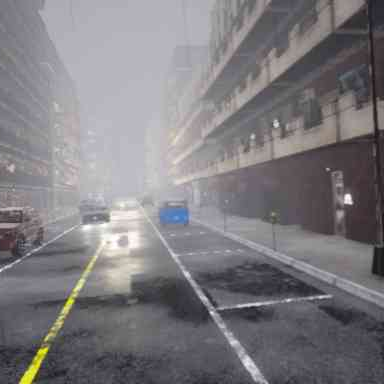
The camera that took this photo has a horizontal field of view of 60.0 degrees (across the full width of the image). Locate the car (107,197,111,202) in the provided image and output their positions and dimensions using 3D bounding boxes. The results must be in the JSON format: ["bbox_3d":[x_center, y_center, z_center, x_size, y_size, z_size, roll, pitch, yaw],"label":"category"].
[{"bbox_3d":[-16.133,2.048,59.114,2.008,1.369,4.403,-2,0,-10],"label":"car"}]

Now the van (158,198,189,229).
[{"bbox_3d":[-1.253,1.309,21.516,1.690,1.788,3.998,-2,0,-10],"label":"van"}]

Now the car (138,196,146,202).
[{"bbox_3d":[-12.482,1.786,82.875,2.008,1.369,4.403,-2,0,-10],"label":"car"}]

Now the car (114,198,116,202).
[{"bbox_3d":[-19.206,1.886,75.848,2.192,1.841,5.009,-2,0,-10],"label":"car"}]

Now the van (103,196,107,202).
[{"bbox_3d":[-15.119,1.814,53.536,1.690,1.788,3.998,-2,0,-10],"label":"van"}]

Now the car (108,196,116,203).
[{"bbox_3d":[-22.266,2.086,92.582,1.967,1.590,4.097,-2,0,-10],"label":"car"}]

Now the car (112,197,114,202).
[{"bbox_3d":[-18.176,2.097,70.270,2.008,1.369,4.403,-2,0,-10],"label":"car"}]

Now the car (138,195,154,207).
[{"bbox_3d":[-7.382,1.428,54.984,2.192,1.841,5.009,-2,0,-10],"label":"car"}]

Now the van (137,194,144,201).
[{"bbox_3d":[-14.532,1.627,94.031,1.690,1.788,3.998,-2,0,-10],"label":"van"}]

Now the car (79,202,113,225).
[{"bbox_3d":[-7.647,1.802,26.949,1.994,1.385,4.181,-3,0,-10],"label":"car"}]

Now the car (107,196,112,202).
[{"bbox_3d":[-17.154,2.087,64.692,1.947,1.339,4.313,-2,0,-10],"label":"car"}]

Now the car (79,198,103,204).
[{"bbox_3d":[-13.077,1.739,42.379,2.192,1.841,5.009,-2,0,-10],"label":"car"}]

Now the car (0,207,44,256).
[{"bbox_3d":[-7.970,1.619,14.489,2.192,1.841,5.009,-2,0,-10],"label":"car"}]
